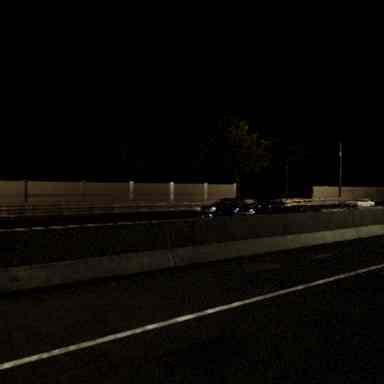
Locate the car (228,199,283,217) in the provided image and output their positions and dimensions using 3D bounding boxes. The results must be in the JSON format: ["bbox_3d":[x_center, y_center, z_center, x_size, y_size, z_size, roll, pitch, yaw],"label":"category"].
[{"bbox_3d":[5.280,1.347,24.952,4.553,1.767,2.097,0,0,-35],"label":"car"}]

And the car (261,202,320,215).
[{"bbox_3d":[6.911,1.559,21.816,4.181,1.385,1.994,0,0,-35],"label":"car"}]

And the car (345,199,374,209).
[{"bbox_3d":[22.735,1.595,45.105,4.718,1.301,1.895,0,0,-38],"label":"car"}]

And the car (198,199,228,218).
[{"bbox_3d":[2.671,1.347,27.390,4.553,1.767,2.097,0,0,-35],"label":"car"}]
